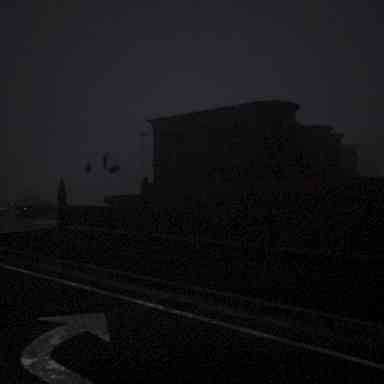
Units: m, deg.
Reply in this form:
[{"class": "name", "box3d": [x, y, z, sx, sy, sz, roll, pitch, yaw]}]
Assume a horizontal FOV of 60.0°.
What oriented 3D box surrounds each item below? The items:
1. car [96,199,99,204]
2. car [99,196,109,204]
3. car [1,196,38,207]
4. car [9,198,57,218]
[{"class": "car", "box3d": [-15.941, 1.508, 62.815, 1.994, 1.385, 4.181, 0, 0, 37]}, {"class": "car", "box3d": [-13.628, 1.426, 60.085, 1.882, 1.535, 5.008, 0, 0, 37]}, {"class": "car", "box3d": [-23.529, 1.300, 46.562, 2.097, 1.767, 4.553, 0, 0, 36]}, {"class": "car", "box3d": [-13.106, 1.494, 29.349, 1.812, 1.442, 4.674, 0, 0, 37]}]
